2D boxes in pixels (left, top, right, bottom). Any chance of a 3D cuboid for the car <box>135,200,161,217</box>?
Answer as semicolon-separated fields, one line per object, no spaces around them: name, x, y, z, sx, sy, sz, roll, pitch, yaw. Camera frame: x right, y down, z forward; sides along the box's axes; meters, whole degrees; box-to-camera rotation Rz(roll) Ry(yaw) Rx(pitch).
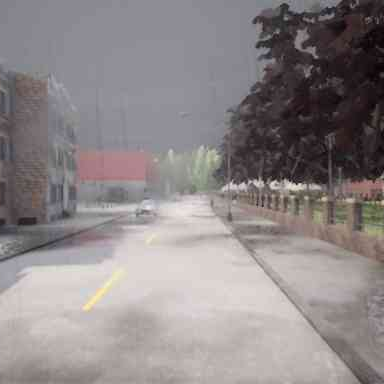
car;-3.900;1.452;30.137;1.812;1.442;4.674;0;0;0

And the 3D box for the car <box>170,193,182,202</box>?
car;-3.458;1.271;72.522;2.150;2.045;5.566;0;0;0
